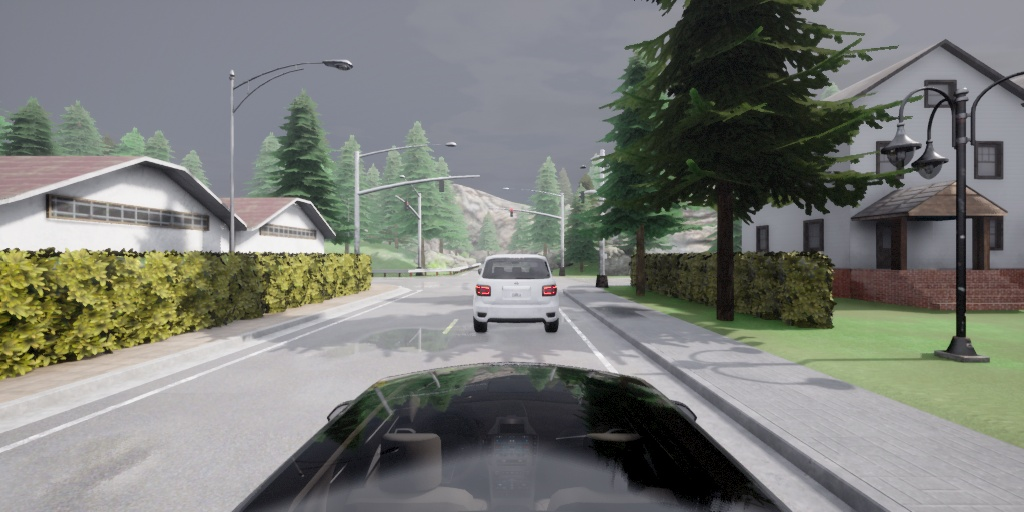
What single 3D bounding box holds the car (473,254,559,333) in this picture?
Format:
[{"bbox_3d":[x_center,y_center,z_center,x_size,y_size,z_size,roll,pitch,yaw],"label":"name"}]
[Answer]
[{"bbox_3d":[0.106,0.971,10.912,2.150,2.045,5.566,0,0,0],"label":"car"}]
